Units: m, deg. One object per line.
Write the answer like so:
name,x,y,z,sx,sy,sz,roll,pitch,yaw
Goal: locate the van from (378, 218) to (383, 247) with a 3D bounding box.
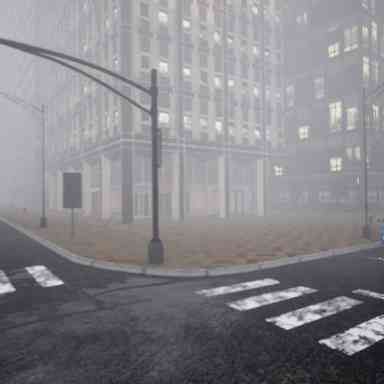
van,8.826,1.446,12.845,3.998,1.788,1.690,0,-1,-35
